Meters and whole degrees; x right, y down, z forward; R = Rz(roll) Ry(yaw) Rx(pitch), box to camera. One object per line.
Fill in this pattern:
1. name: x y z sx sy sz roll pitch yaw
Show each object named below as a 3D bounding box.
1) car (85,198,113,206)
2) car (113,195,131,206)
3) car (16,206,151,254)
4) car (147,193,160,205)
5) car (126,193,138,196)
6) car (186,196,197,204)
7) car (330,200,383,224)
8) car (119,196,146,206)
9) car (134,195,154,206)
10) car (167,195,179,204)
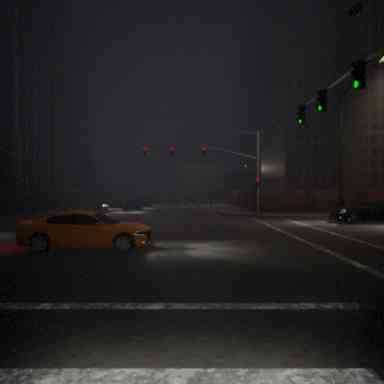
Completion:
1. car: -10.707 1.533 37.542 2.033 1.411 5.357 0 0 -3
2. car: -10.687 1.529 47.617 2.033 1.411 5.357 0 0 0
3. car: -4.112 1.472 12.995 5.008 1.535 1.882 0 0 -1
4. car: -7.158 1.198 60.156 2.150 2.045 5.566 0 0 1
5. car: -10.669 1.197 58.305 2.150 2.045 5.566 0 0 0
6. car: -0.124 1.538 64.935 1.994 1.385 4.181 0 0 0
7. car: 12.368 1.343 23.875 4.553 1.767 2.097 0 0 0
8. car: -7.156 1.510 40.535 1.812 1.442 4.674 0 0 -1
9. car: -7.185 1.506 49.629 1.812 1.442 4.674 0 0 0
10. car: -3.624 1.326 64.898 2.097 1.767 4.553 0 0 0
